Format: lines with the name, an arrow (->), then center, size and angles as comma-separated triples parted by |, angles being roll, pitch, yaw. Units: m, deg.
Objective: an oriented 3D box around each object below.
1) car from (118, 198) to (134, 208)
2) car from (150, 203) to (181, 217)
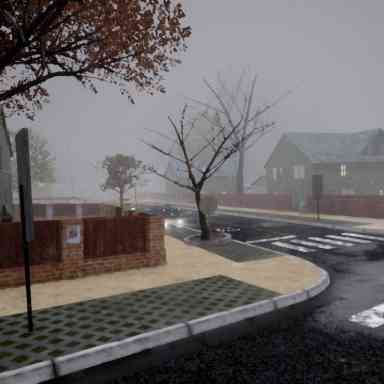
car -> -10.436, 1.668, 52.119 | 1.882, 1.535, 5.008 | -3, 1, -21
car -> -2.678, 1.748, 32.563 | 1.895, 1.301, 4.718 | -3, 1, -22
